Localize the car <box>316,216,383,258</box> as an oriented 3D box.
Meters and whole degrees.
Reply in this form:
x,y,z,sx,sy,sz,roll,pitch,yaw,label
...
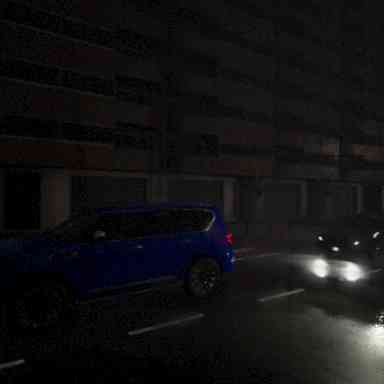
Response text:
x,y,z,sx,sy,sz,roll,pitch,yaw,label
7.317,1.675,13.433,5.357,1.411,2.033,1,0,-35,car

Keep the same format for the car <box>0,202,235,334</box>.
x,y,z,sx,sy,sz,roll,pitch,yaw,label
-1.583,1.246,7.148,5.566,2.045,2.150,1,-1,-35,car

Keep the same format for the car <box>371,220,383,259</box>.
x,y,z,sx,sy,sz,roll,pitch,yaw,label
7.125,1.581,8.957,5.008,1.535,1.882,1,-1,-35,car
